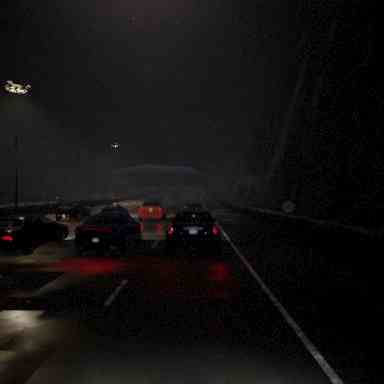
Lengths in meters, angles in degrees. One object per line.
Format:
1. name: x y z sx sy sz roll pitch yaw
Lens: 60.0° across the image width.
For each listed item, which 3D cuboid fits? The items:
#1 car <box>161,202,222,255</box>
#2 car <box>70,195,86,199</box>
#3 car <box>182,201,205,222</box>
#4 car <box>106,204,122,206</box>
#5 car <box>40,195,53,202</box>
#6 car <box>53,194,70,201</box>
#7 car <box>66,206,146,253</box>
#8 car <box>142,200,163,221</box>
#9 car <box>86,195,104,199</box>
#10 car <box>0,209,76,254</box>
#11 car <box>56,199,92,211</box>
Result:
1. car: 0.056 1.458 13.971 2.097 1.767 4.553 0 -1 1
2. car: -24.035 1.355 71.736 1.812 1.442 4.674 0 1 0
3. car: 0.167 1.656 29.181 1.837 1.490 4.892 0 0 1
4. car: -6.830 1.720 29.231 1.994 1.385 4.181 0 0 0
5. car: -31.034 1.338 71.786 1.837 1.490 4.892 0 1 0
6. car: -27.534 1.189 71.789 2.097 1.767 4.553 0 1 0
7. car: -3.437 1.592 14.395 1.882 1.535 5.008 0 0 1
8. car: -3.336 1.502 28.989 2.097 1.767 4.553 0 0 1
9. car: -20.535 1.368 71.711 2.033 1.411 5.357 0 1 0
10. car: -6.946 1.662 13.926 2.033 1.411 5.357 0 0 0
11. car: -10.333 1.667 29.254 1.837 1.490 4.892 0 0 1
